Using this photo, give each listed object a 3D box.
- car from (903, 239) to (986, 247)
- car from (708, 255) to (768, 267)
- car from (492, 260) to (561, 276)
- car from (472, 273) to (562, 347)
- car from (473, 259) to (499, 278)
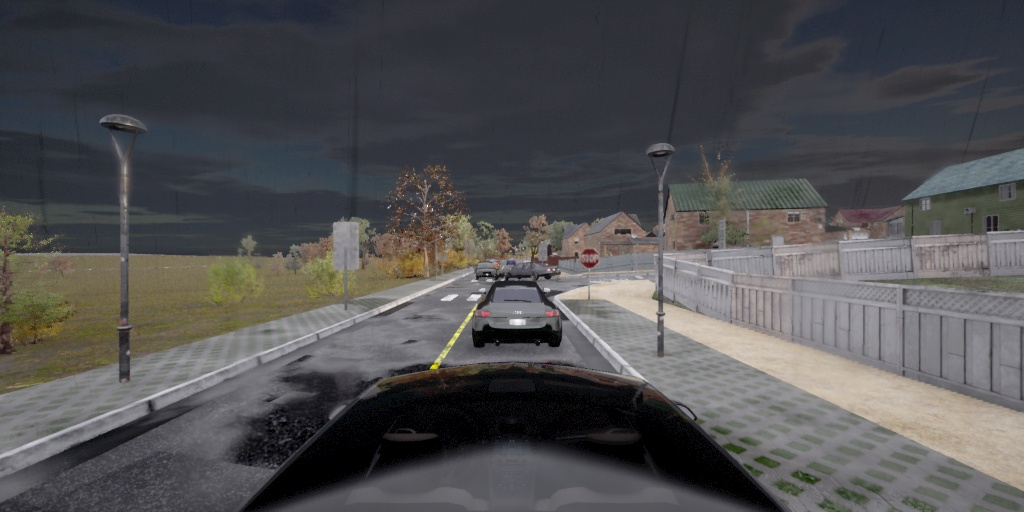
[{"bbox_3d":[23.838,-0.208,20.327,4.902,1.511,2.128,-3,0,14],"label":"car"},{"bbox_3d":[14.330,0.413,22.723,4.181,1.385,1.994,-3,0,16],"label":"car"},{"bbox_3d":[1.264,1.198,28.310,5.357,1.411,2.033,-4,-3,43],"label":"car"},{"bbox_3d":[0.082,1.313,9.292,1.994,1.385,4.181,0,0,-1],"label":"car"},{"bbox_3d":[-2.331,1.257,31.212,1.837,1.490,4.892,0,0,-8],"label":"car"}]
